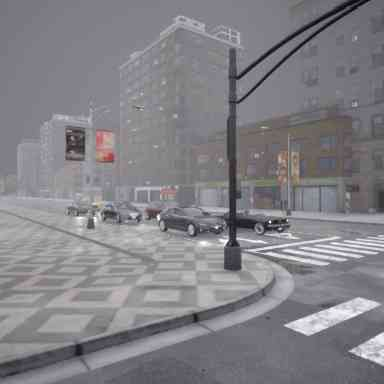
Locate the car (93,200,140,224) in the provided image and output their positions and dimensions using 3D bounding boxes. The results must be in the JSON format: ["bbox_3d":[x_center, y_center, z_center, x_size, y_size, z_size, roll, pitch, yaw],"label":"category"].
[{"bbox_3d":[-5.679,1.581,26.286,2.128,1.511,4.902,0,0,-36],"label":"car"}]

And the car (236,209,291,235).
[{"bbox_3d":[3.363,1.648,19.388,1.895,1.301,4.718,0,0,-36],"label":"car"}]

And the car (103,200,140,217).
[{"bbox_3d":[-7.306,1.619,34.057,1.837,1.490,4.892,0,0,-36],"label":"car"}]

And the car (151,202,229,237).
[{"bbox_3d":[-0.181,1.558,18.728,1.837,1.490,4.892,0,0,-36],"label":"car"}]

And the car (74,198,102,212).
[{"bbox_3d":[-13.344,1.620,42.411,1.882,1.535,5.008,0,0,-36],"label":"car"}]

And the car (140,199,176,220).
[{"bbox_3d":[-1.964,1.435,26.712,2.097,1.767,4.553,0,0,-36],"label":"car"}]

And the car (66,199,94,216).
[{"bbox_3d":[-11.529,1.627,34.344,1.837,1.490,4.892,0,0,-36],"label":"car"}]
